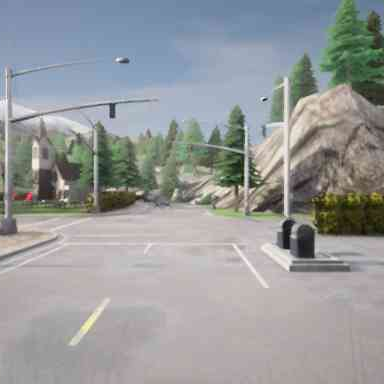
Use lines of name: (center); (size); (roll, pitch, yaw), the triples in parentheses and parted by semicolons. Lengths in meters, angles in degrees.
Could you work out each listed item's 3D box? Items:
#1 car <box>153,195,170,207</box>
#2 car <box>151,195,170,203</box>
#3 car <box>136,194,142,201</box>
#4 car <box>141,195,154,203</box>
car: (-4.169, 1.461, 47.388); (1.994, 1.385, 4.181); (0, 0, -6)
car: (-6.519, 1.390, 68.847); (2.033, 1.411, 5.357); (0, 0, -27)
car: (-12.391, 1.265, 77.398); (5.008, 1.535, 1.882); (0, 0, 42)
car: (-7.787, 1.390, 62.894); (1.812, 1.442, 4.674); (0, 0, -20)
